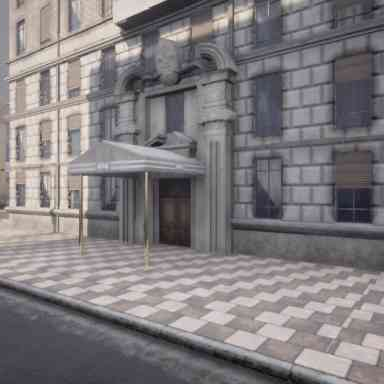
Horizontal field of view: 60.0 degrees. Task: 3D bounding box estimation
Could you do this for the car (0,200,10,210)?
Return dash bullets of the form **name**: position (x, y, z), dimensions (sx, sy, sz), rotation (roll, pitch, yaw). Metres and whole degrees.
- **car**: position (-24.060, 1.601, 40.470), dimensions (1.895, 1.301, 4.718), rotation (0, 0, 35)
